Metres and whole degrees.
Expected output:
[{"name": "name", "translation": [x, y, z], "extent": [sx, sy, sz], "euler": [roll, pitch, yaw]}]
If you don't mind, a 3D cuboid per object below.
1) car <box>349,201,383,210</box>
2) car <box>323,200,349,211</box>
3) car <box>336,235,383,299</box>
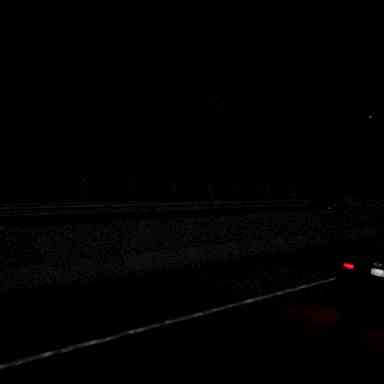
[{"name": "car", "translation": [18.166, 1.552, 33.486], "extent": [4.181, 1.385, 1.994], "euler": [0, 0, -34]}, {"name": "car", "translation": [16.274, 1.549, 36.431], "extent": [4.181, 1.385, 1.994], "euler": [0, 0, -34]}, {"name": "car", "translation": [5.521, 1.547, 7.628], "extent": [5.357, 1.411, 2.033], "euler": [0, 0, -35]}]
